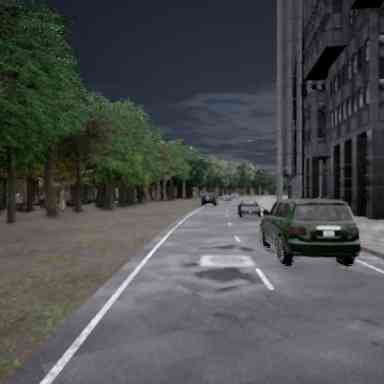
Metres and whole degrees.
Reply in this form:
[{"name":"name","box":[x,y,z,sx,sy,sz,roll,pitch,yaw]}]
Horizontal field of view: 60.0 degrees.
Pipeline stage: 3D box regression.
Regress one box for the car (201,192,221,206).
[{"name":"car","box":[2.664,1.054,50.381,2.150,2.045,5.566,0,0,9]}]

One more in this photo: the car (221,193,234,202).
[{"name":"car","box":[6.903,1.191,67.863,2.033,1.411,5.357,0,1,12]}]

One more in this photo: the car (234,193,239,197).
[{"name":"car","box":[10.912,0.963,85.043,1.895,1.301,4.718,0,0,15]}]

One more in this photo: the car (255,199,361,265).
[{"name":"car","box":[3.876,1.237,11.864,2.150,2.045,5.566,0,0,2]}]

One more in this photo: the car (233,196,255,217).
[{"name":"car","box":[5.096,1.442,30.209,2.128,1.511,4.902,0,0,5]}]
